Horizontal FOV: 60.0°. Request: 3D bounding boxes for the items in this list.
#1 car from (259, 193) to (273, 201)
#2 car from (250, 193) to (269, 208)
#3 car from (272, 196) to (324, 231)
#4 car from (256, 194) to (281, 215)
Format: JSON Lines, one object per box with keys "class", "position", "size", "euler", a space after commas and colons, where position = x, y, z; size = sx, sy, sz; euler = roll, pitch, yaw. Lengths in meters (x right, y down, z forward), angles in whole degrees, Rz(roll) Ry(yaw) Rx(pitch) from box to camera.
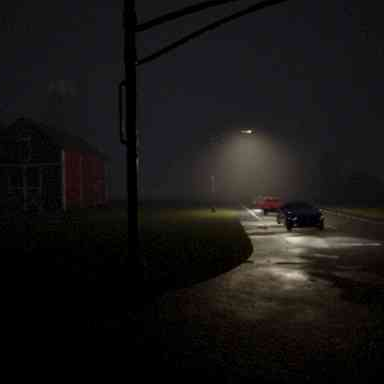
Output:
{"class": "car", "position": [13.342, 0.845, 60.322], "size": [1.994, 1.385, 4.181], "euler": [-1, 1, 5]}
{"class": "car", "position": [7.905, 1.176, 39.037], "size": [1.895, 1.301, 4.718], "euler": [-1, 1, 6]}
{"class": "car", "position": [6.115, 1.263, 19.327], "size": [1.882, 1.535, 5.008], "euler": [-1, 1, 5]}
{"class": "car", "position": [6.993, 1.208, 29.150], "size": [1.812, 1.442, 4.674], "euler": [-1, 1, 6]}
